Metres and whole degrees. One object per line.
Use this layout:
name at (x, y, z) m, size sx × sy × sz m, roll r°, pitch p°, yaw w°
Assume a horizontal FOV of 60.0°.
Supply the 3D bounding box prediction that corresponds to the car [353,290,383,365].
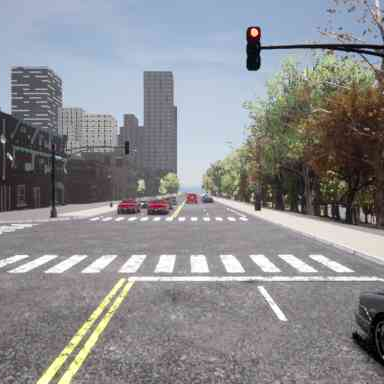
car at (3.345, 1.547, 2.535) m, size 2.033 × 1.411 × 5.357 m, roll 0°, pitch 0°, yaw 0°

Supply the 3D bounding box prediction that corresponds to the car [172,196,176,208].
car at (-3.430, 1.490, 43.705) m, size 1.837 × 1.490 × 4.892 m, roll 0°, pitch 0°, yaw 0°

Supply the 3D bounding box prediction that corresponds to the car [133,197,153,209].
car at (-6.683, 1.476, 45.997) m, size 2.128 × 1.511 × 4.902 m, roll 0°, pitch 0°, yaw 0°

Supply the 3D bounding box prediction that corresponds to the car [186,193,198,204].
car at (-0.020, 1.197, 65.156) m, size 2.150 × 2.045 × 5.566 m, roll 0°, pitch 0°, yaw 0°

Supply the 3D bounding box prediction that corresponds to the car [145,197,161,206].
car at (-6.688, 1.527, 57.275) m, size 2.033 × 1.411 × 5.357 m, roll 0°, pitch 0°, yaw 0°

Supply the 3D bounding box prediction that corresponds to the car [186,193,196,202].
car at (-0.136, 1.195, 75.692) m, size 2.150 × 2.045 × 5.566 m, roll 0°, pitch 0°, yaw 0°

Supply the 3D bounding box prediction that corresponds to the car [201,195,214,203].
car at (3.233, 1.539, 65.852) m, size 1.994 × 1.385 × 4.181 m, roll 0°, pitch 0°, yaw 0°

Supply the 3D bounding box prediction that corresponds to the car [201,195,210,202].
car at (3.114, 1.447, 75.880) m, size 1.882 × 1.535 × 5.008 m, roll 0°, pitch 0°, yaw 0°

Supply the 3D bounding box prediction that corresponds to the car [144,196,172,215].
car at (-3.411, 1.467, 34.215) m, size 1.882 × 1.535 × 5.008 m, roll 0°, pitch 0°, yaw 0°

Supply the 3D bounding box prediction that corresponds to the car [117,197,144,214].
car at (-6.666, 1.467, 35.588) m, size 1.882 × 1.535 × 5.008 m, roll 0°, pitch 0°, yaw 0°
